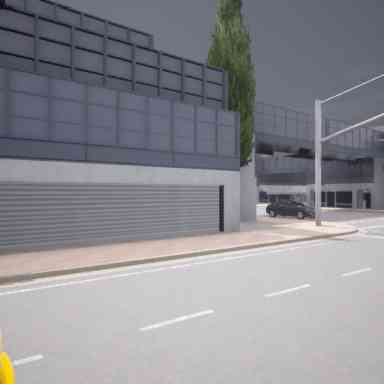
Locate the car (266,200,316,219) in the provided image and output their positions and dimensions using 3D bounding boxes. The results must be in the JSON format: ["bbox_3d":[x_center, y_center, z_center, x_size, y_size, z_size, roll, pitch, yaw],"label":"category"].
[{"bbox_3d":[8.666,1.505,28.893,1.837,1.490,4.892,0,0,-37],"label":"car"}]

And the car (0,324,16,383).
[{"bbox_3d":[-3.599,1.477,1.433,5.008,1.535,1.882,0,0,-36],"label":"car"}]

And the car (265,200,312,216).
[{"bbox_3d":[9.633,1.564,33.445,1.994,1.385,4.181,0,0,-37],"label":"car"}]
